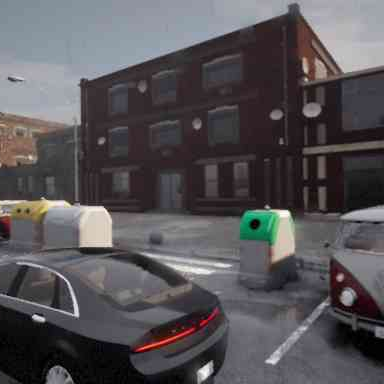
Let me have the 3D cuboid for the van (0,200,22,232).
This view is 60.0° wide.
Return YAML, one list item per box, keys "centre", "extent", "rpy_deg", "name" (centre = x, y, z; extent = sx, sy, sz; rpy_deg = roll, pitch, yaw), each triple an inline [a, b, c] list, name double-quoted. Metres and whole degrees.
- centre: [-9.555, 1.421, 15.864]
  extent: [1.878, 1.987, 4.442]
  rpy_deg: [-1, 0, 35]
  name: "van"

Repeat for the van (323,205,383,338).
- centre: [3.803, 1.249, 6.099]
  extent: [1.878, 1.987, 4.442]
  rpy_deg: [-1, 0, 35]
  name: "van"

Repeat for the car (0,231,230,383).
- centre: [-1.845, 1.547, 4.681]
  extent: [4.892, 1.490, 1.837]
  rpy_deg: [-1, 0, 35]
  name: "car"
